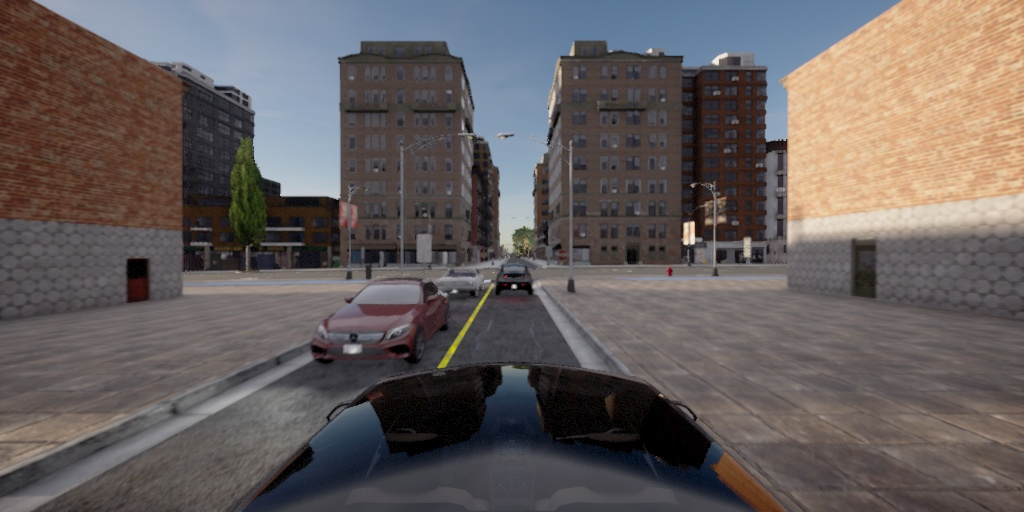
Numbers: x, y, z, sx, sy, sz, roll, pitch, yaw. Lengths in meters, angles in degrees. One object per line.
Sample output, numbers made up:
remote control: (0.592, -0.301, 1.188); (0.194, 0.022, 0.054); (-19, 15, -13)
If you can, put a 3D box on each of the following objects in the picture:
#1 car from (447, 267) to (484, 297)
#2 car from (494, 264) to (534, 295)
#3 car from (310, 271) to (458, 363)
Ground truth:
car: (-2.528, 1.252, 18.130); (1.895, 1.301, 4.718); (0, 0, 1)
car: (0.115, 1.151, 18.995); (1.837, 1.490, 4.892); (0, 0, 0)
car: (-2.582, 1.237, 8.163); (1.812, 1.442, 4.674); (0, 0, 0)
